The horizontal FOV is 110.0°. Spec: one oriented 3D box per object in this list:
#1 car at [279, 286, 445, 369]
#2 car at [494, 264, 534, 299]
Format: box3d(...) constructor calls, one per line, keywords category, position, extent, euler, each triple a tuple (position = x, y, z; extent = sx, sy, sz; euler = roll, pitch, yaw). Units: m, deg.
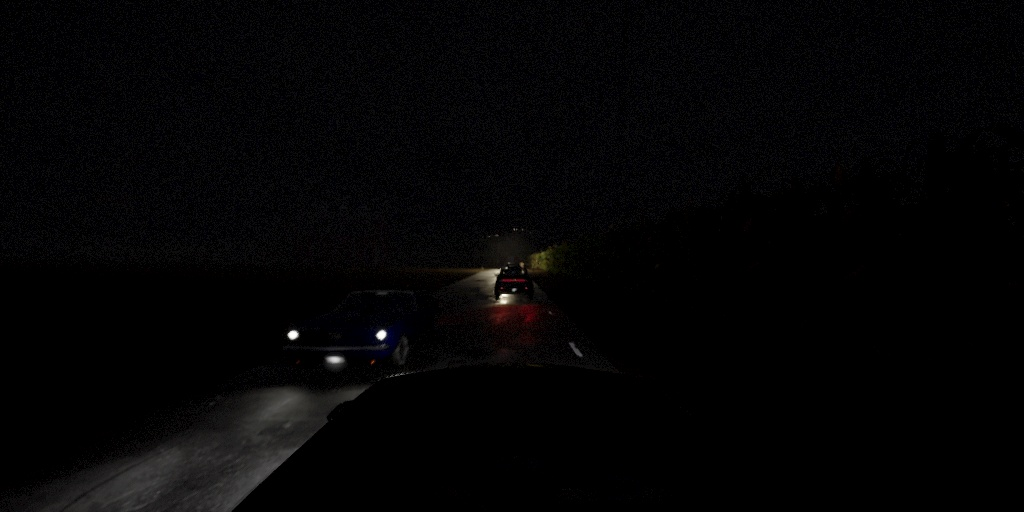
box3d(category="car", position=(-2.850, 1.375, 7.988), extent=(1.895, 1.301, 4.718), euler=(0, 0, 0))
box3d(category="car", position=(0.097, 1.338, 18.636), extent=(2.128, 1.511, 4.902), euler=(0, 0, 0))
